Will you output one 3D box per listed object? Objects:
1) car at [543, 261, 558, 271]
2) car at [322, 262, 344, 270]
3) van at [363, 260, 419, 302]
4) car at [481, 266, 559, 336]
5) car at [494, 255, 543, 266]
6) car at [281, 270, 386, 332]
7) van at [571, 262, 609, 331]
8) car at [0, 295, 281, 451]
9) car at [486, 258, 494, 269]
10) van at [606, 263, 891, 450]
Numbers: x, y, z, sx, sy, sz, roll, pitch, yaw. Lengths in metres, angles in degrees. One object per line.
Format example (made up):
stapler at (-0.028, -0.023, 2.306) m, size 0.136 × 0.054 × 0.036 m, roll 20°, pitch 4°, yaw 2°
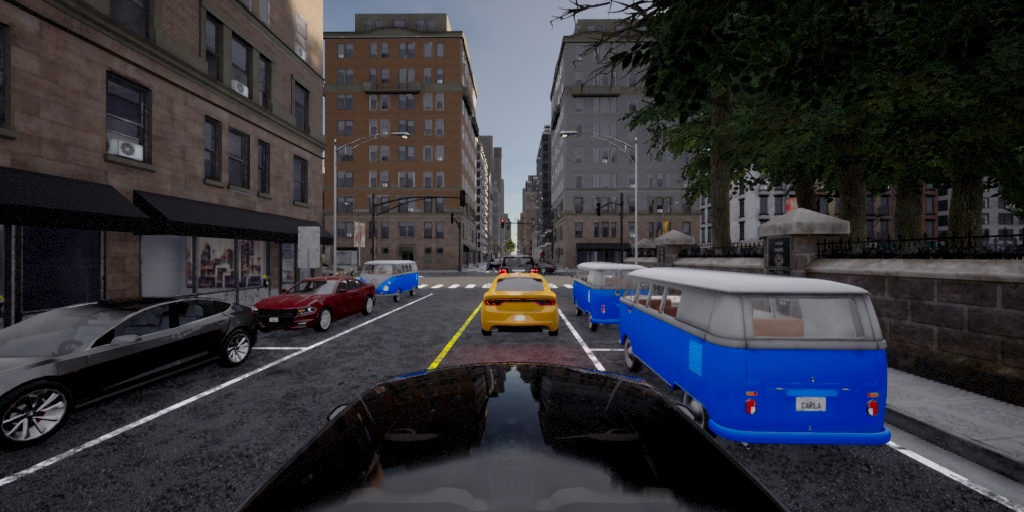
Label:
car at (2.784, 1.253, 40.609) m, size 4.892 × 1.490 × 1.837 m, roll 1°, pitch 3°, yaw 35°
car at (-16.200, 1.279, 28.671) m, size 5.357 × 1.411 × 2.033 m, roll 0°, pitch 0°, yaw 1°
van at (-5.580, 1.087, 16.543) m, size 1.690 × 1.789 × 3.998 m, roll 0°, pitch 0°, yaw 1°
car at (0.226, 1.226, 10.470) m, size 1.882 × 1.535 × 5.008 m, roll 0°, pitch 0°, yaw 1°
car at (0.332, 0.965, 20.426) m, size 2.150 × 2.045 × 5.566 m, roll 0°, pitch 0°, yaw 0°
car at (-5.694, 1.294, 10.884) m, size 1.888 × 1.381 × 4.507 m, roll 0°, pitch 0°, yaw 1°
van at (2.830, 1.089, 10.723) m, size 1.690 × 1.789 × 3.998 m, roll 0°, pitch 0°, yaw 1°
car at (-5.807, 1.315, 5.225) m, size 1.948 × 1.339 × 4.313 m, roll 0°, pitch 0°, yaw 1°
car at (-2.301, 1.085, 49.676) m, size 2.097 × 1.767 × 4.553 m, roll 0°, pitch 0°, yaw 2°
van at (2.716, 1.090, 5.066) m, size 1.690 × 1.789 × 3.998 m, roll 0°, pitch 0°, yaw 1°
